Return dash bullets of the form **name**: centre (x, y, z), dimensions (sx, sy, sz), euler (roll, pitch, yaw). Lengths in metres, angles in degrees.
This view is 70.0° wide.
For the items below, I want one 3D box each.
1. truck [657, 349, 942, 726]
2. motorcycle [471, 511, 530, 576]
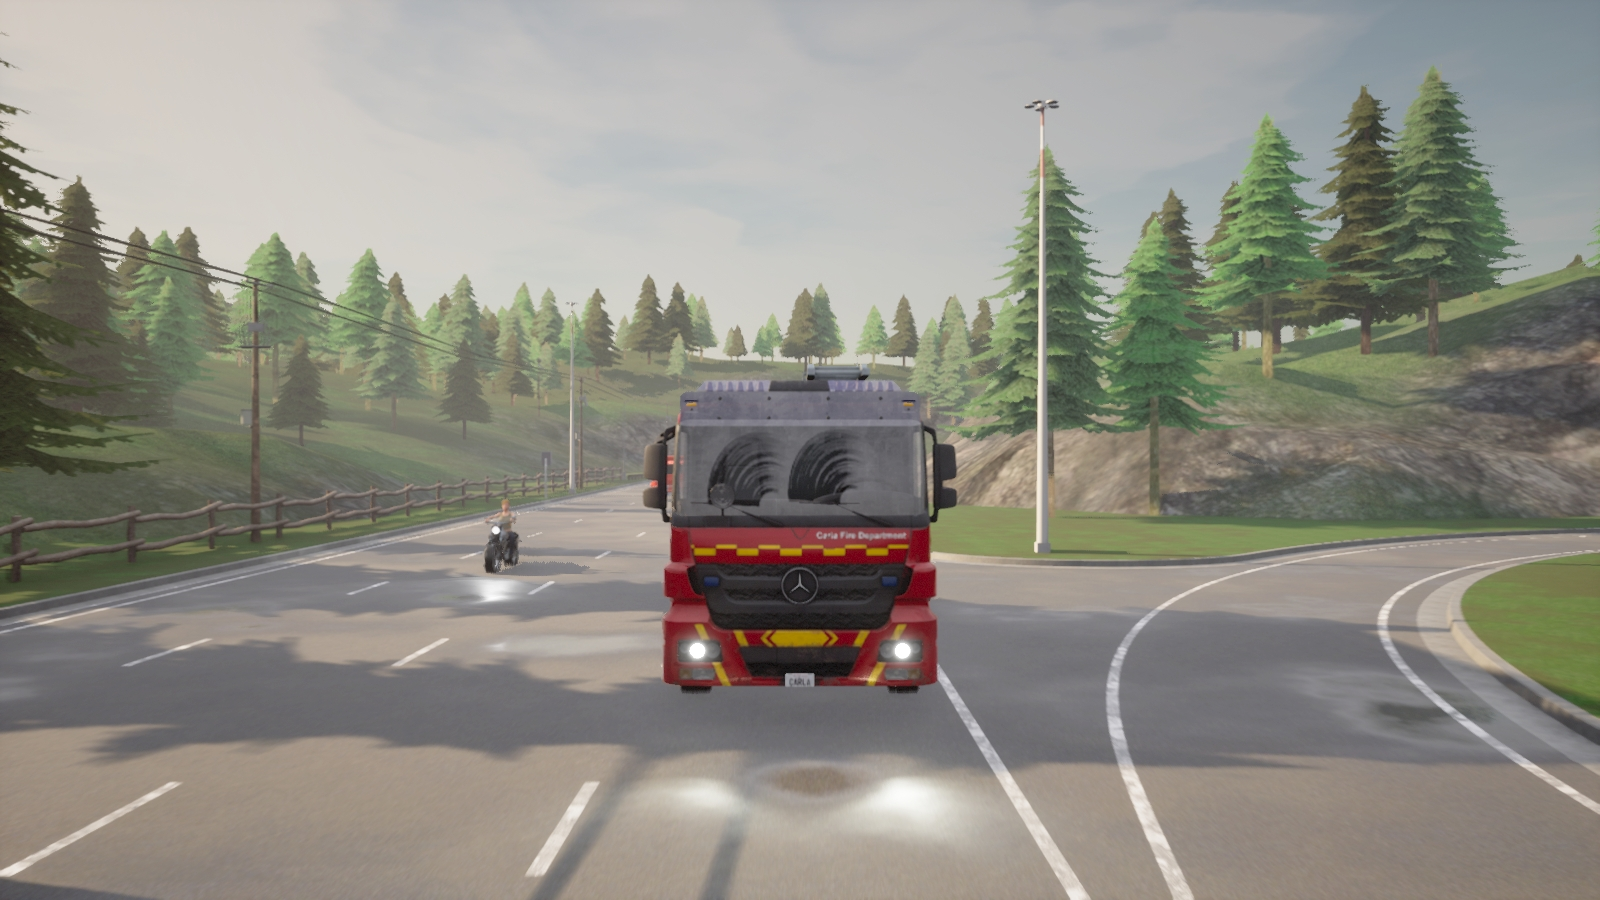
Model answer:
- **truck**: centre (-0.004, 0.887, 15.843), dimensions (2.891, 3.827, 8.468), euler (0, 0, 0)
- **motorcycle**: centre (-6.966, 2.149, 26.707), dimensions (0.764, 1.307, 2.356), euler (0, 0, 0)
